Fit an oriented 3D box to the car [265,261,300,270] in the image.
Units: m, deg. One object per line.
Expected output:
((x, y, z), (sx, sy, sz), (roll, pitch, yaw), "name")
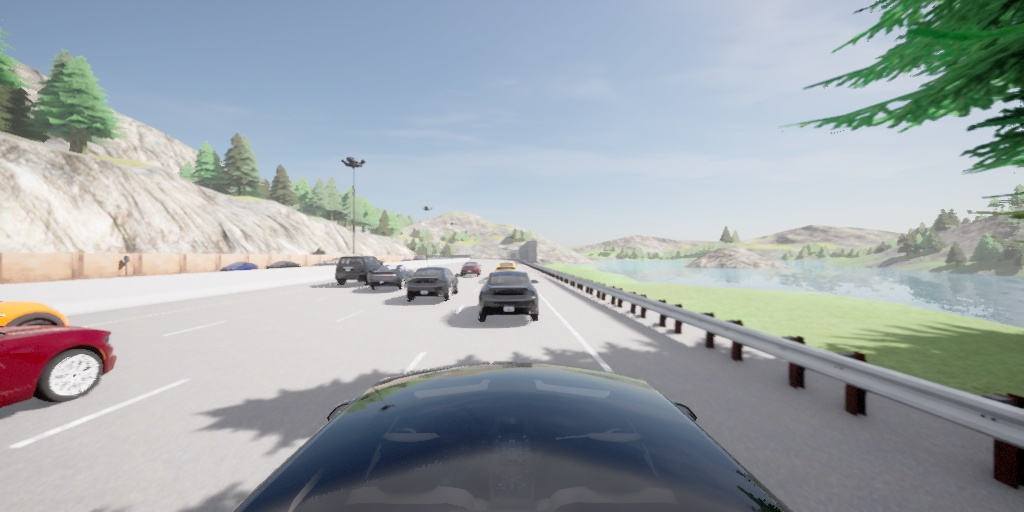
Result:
((-28.963, 1.342, 45.359), (1.882, 1.535, 5.008), (0, 0, -1), "car")

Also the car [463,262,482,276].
((-4.098, 1.291, 36.427), (1.812, 1.442, 4.674), (0, 0, -1), "car")

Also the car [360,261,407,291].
((-7.309, 1.270, 22.424), (2.128, 1.511, 4.902), (0, 0, -1), "car")

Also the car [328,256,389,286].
((-10.889, 1.014, 26.348), (2.150, 2.045, 5.566), (0, 0, -1), "car")

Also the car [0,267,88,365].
((-10.550, 1.144, 5.758), (2.097, 1.767, 4.553), (0, 0, 0), "car")

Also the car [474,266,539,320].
((-0.125, 1.255, 12.564), (1.837, 1.490, 4.892), (0, 0, -1), "car")

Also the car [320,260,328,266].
((-21.992, 1.058, 46.303), (2.150, 2.045, 5.566), (0, 0, -1), "car")

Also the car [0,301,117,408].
((-7.043, 1.256, 3.407), (1.882, 1.535, 5.008), (0, 0, 0), "car")

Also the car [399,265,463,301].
((-3.709, 1.269, 17.397), (1.837, 1.490, 4.892), (0, 0, -1), "car")

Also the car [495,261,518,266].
((-0.513, 1.228, 32.352), (1.882, 1.535, 5.008), (0, 0, -1), "car")

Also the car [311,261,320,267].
((-25.540, 1.342, 48.901), (2.128, 1.511, 4.902), (0, 0, -1), "car")

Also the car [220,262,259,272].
((-32.417, 1.404, 42.853), (1.812, 1.442, 4.674), (0, 0, -1), "car")
